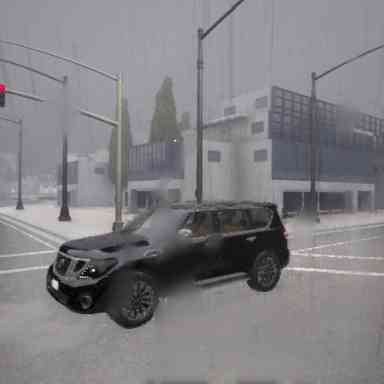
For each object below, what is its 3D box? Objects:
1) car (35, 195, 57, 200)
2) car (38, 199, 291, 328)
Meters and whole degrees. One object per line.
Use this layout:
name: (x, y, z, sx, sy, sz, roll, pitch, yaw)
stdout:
car: (-36.441, 1.513, 83.016, 4.718, 1.301, 1.895, 0, 0, 2)
car: (-0.145, 1.236, 7.379, 5.566, 2.045, 2.150, 0, 0, -37)
